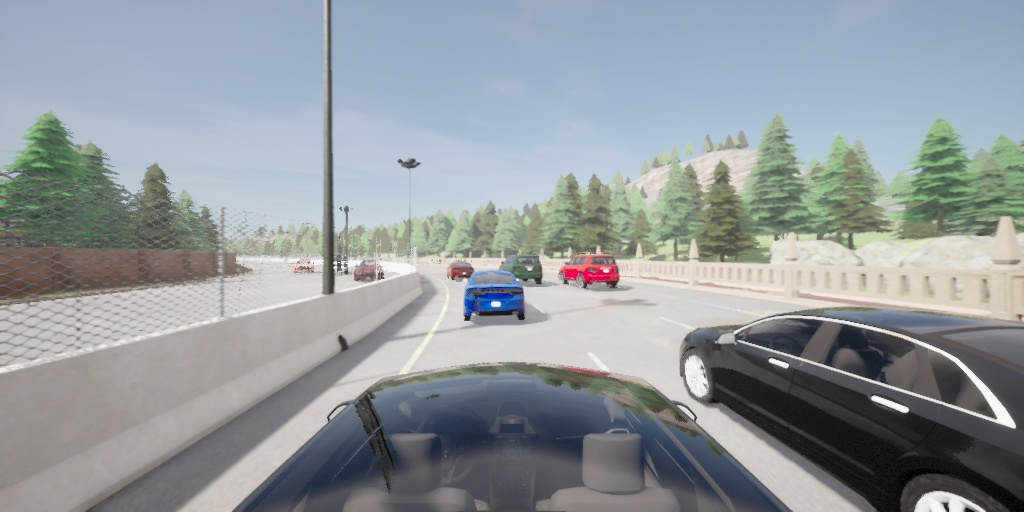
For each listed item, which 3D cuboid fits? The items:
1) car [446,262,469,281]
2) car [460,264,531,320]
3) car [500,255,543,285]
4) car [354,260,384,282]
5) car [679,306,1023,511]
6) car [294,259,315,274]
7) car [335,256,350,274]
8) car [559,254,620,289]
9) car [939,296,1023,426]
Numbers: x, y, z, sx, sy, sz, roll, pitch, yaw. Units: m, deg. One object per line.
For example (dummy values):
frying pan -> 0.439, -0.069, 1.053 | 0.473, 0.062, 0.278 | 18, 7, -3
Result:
car -> -4.466, 1.210, 30.617 | 1.882, 1.535, 5.008 | 0, 0, -16
car -> -0.720, 1.217, 12.657 | 1.882, 1.535, 5.008 | 0, 0, -6
car -> 0.520, 0.941, 25.735 | 2.150, 2.045, 5.566 | 0, 0, -14
car -> -11.603, 1.114, 29.358 | 2.097, 1.767, 4.553 | 0, 0, -18
car -> 3.422, 1.239, 3.407 | 1.837, 1.490, 4.892 | 0, 0, -1
car -> -24.981, 1.150, 43.159 | 2.097, 1.767, 4.553 | 0, 0, -29
car -> -20.089, 1.002, 41.380 | 2.150, 2.045, 5.566 | 0, 0, -26
car -> 4.763, 0.927, 22.754 | 2.150, 2.045, 5.566 | 0, 0, -11
car -> 7.006, 1.269, 2.335 | 2.033, 1.411, 5.357 | 0, 0, -1
